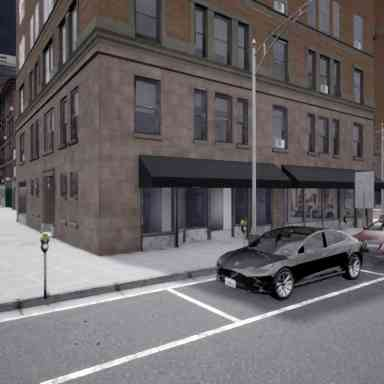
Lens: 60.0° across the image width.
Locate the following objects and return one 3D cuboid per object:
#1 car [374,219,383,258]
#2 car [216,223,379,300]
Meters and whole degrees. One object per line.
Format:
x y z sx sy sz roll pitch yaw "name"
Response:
7.073 1.582 11.569 4.206 1.307 1.802 0 0 -35 "car"
2.592 1.566 8.378 4.313 1.339 1.947 0 0 -35 "car"
